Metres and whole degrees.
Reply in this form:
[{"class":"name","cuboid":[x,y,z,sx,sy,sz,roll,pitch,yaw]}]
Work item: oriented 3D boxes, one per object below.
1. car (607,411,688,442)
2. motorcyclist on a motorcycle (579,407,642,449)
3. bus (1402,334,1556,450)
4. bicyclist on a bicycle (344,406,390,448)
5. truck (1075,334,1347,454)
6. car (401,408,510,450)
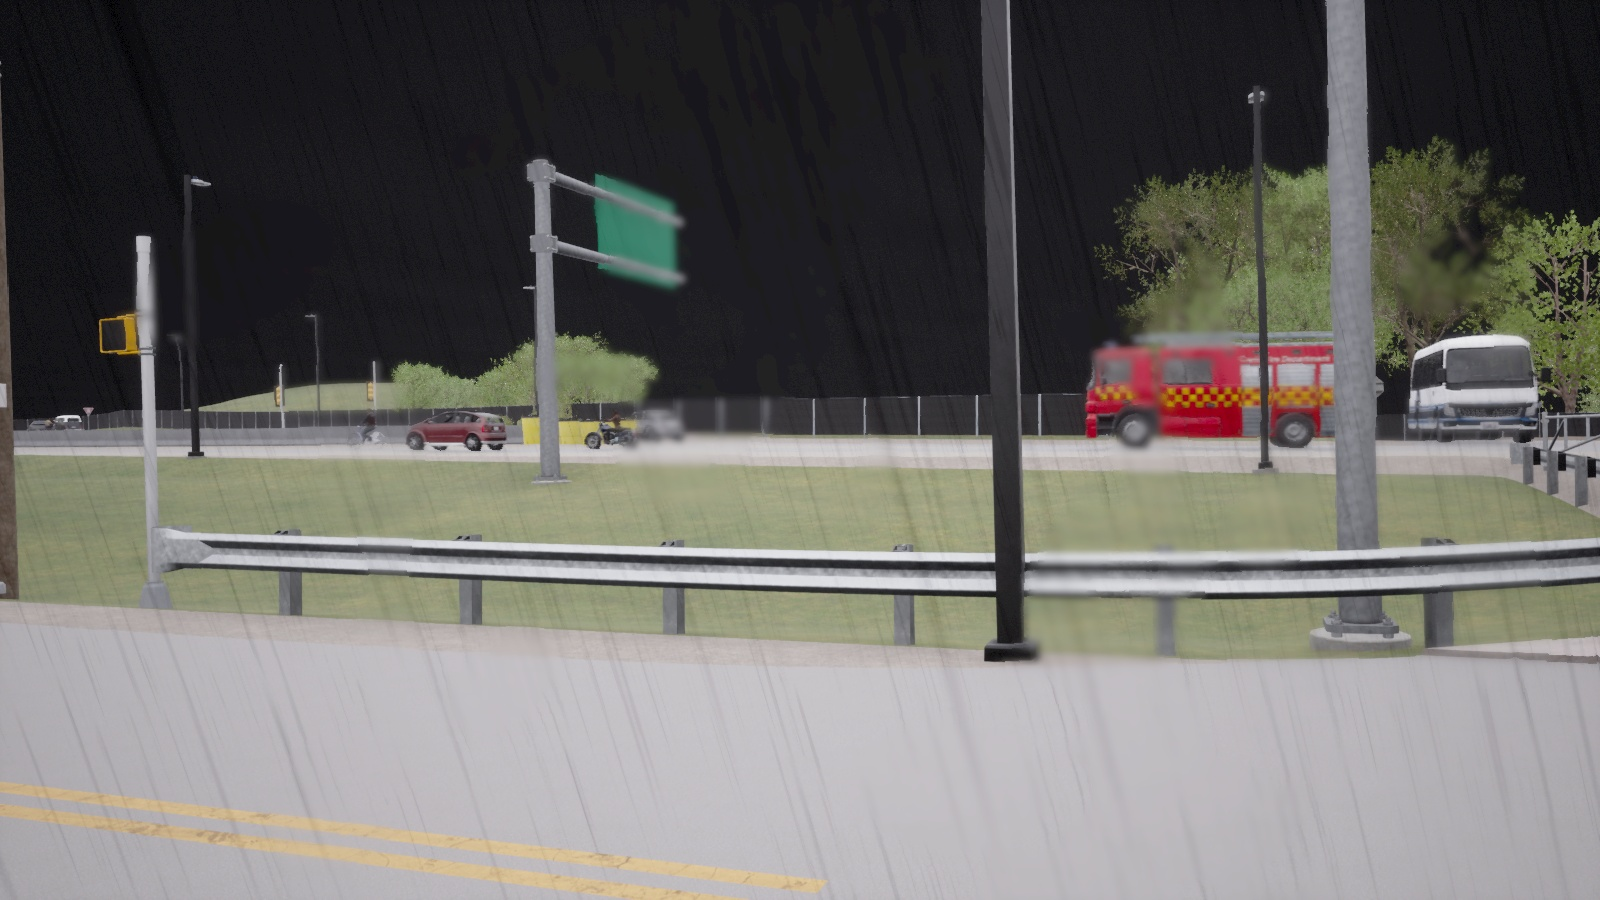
[{"class":"car","cuboid":[-7.659,-1.203,62.827,3.806,1.475,1.970,1,2,41]},{"class":"motorcyclist on a motorcycle","cuboid":[-7.536,-0.857,49.945,2.350,1.649,0.766,0,1,19]},{"class":"bus","cuboid":[27.514,-2.221,51.546,3.944,4.253,10.273,0,1,19]},{"class":"bicyclist on a bicycle","cuboid":[-18.575,-1.007,53.827,1.843,1.776,0.659,1,1,19]},{"class":"truck","cuboid":[13.697,-1.835,42.509,8.468,3.827,2.891,0,1,14]},{"class":"car","cuboid":[-13.220,-0.808,48.235,3.705,1.549,1.789,0,1,19]}]
